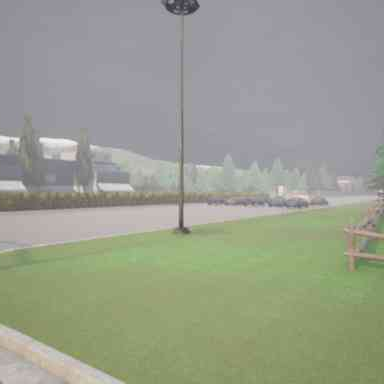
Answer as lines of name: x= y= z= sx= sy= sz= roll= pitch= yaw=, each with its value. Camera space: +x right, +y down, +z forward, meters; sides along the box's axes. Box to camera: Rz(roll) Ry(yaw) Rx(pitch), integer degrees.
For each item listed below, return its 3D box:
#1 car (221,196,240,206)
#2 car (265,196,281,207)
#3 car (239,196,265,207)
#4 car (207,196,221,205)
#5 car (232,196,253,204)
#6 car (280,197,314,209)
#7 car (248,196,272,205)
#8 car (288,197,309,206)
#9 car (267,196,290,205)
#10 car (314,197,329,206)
car: x=6.843 y=1.472 z=52.295 sx=1.994 sy=1.385 sz=4.181 roll=0 pitch=0 yaw=37
car: x=12.764 y=1.498 z=48.531 sx=1.994 sy=1.385 sz=4.181 roll=0 pitch=0 yaw=37
car: x=9.430 y=1.426 z=49.914 sx=1.837 sy=1.490 sz=4.892 roll=0 pitch=0 yaw=37
car: x=4.344 y=1.399 z=54.803 sx=1.837 sy=1.490 sz=4.892 roll=0 pitch=0 yaw=37
car: x=9.439 y=1.459 z=61.845 sx=1.994 sy=1.385 sz=4.181 roll=0 pitch=0 yaw=36
car: x=14.112 y=1.439 z=44.479 sx=2.128 sy=1.511 sz=4.902 roll=0 pitch=0 yaw=37
car: x=12.260 y=1.456 z=59.774 sx=2.033 sy=1.411 sz=5.357 roll=0 pitch=0 yaw=36
car: x=17.920 y=1.536 z=55.655 sx=1.895 sy=1.301 sz=4.718 roll=0 pitch=0 yaw=36
car: x=15.082 y=1.469 z=57.702 sx=2.033 sy=1.411 sz=5.357 roll=0 pitch=0 yaw=36
car: x=20.231 y=1.496 z=52.888 sx=2.033 sy=1.411 sz=5.357 roll=0 pitch=0 yaw=36
